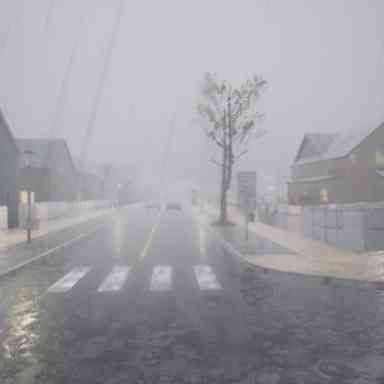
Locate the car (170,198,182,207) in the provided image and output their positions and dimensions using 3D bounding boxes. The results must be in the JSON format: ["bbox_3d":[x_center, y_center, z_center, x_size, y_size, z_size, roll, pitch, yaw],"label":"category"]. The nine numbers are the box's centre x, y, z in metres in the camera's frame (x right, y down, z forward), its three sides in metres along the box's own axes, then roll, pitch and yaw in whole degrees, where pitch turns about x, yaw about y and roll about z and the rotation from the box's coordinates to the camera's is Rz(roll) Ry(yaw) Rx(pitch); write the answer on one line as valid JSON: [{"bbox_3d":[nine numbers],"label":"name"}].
[{"bbox_3d":[-2.654,1.738,56.606,1.882,1.535,5.008,0,0,0],"label":"car"}]

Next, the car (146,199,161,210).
[{"bbox_3d":[-5.270,1.717,45.789,1.812,1.442,4.674,0,-1,-1],"label":"car"}]

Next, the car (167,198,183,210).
[{"bbox_3d":[-2.411,1.785,45.084,1.895,1.301,4.718,0,0,-1],"label":"car"}]
